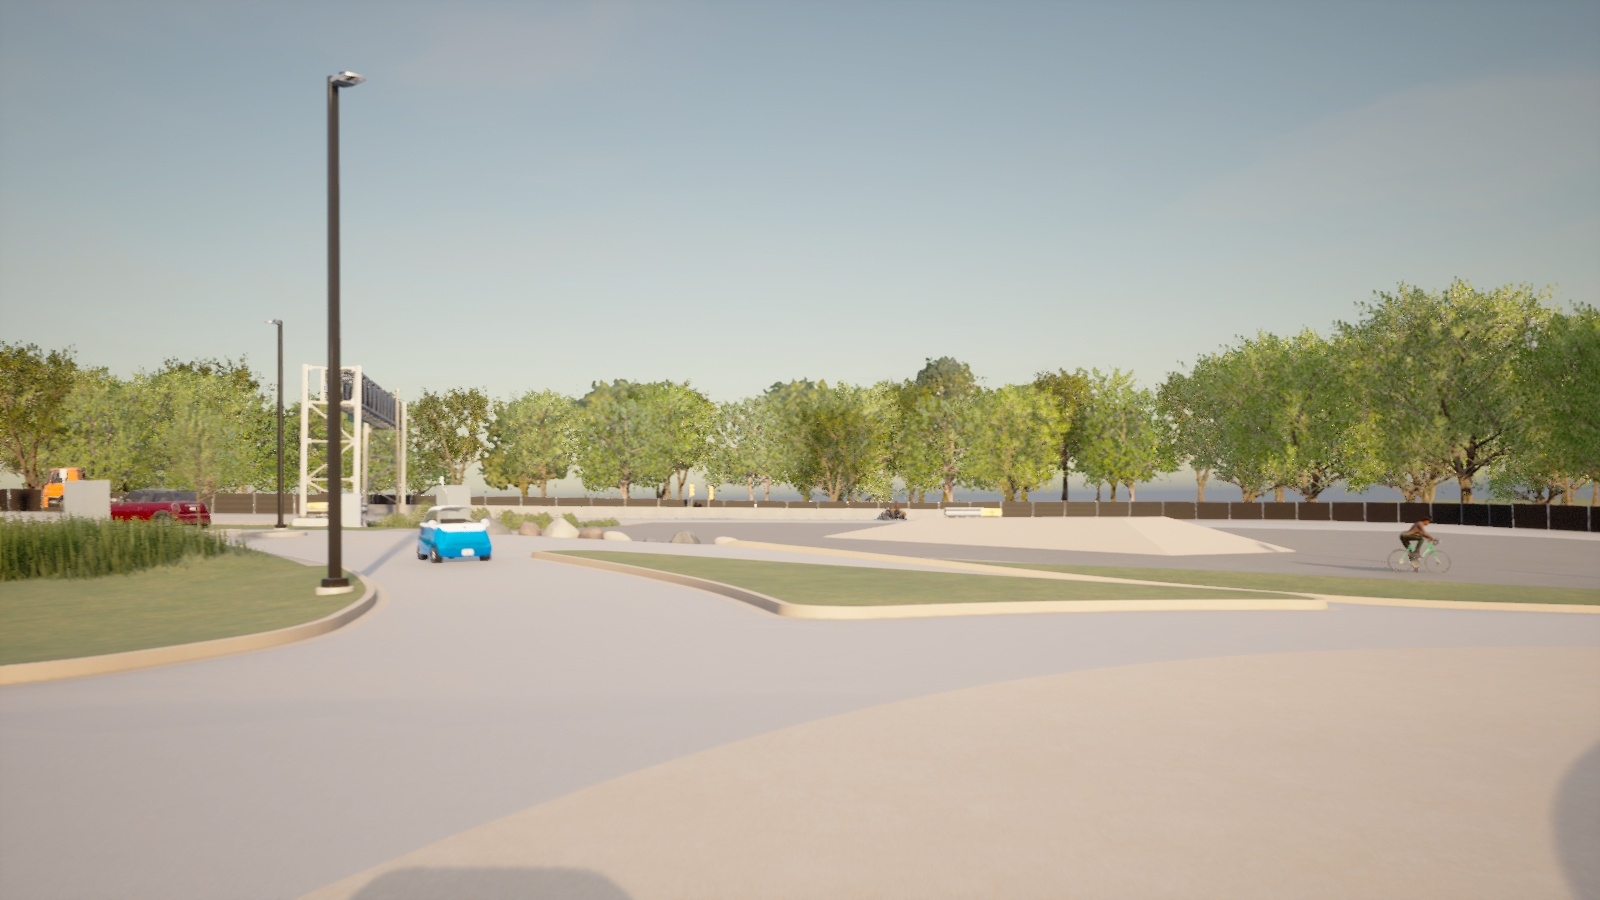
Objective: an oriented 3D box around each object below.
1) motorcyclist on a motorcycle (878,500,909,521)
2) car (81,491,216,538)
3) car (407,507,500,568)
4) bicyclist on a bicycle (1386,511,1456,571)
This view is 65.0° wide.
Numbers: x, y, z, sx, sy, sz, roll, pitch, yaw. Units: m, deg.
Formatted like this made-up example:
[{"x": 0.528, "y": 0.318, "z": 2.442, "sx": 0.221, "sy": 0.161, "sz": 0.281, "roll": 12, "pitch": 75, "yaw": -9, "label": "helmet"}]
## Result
[{"x": 7.290, "y": 4.675, "z": 97.442, "sx": 2.350, "sy": 1.649, "sz": 0.766, "roll": 1, "pitch": -2, "yaw": -29, "label": "motorcyclist on a motorcycle"}, {"x": -25.704, "y": 2.537, "z": 49.553, "sx": 4.553, "sy": 1.767, "sz": 2.097, "roll": -1, "pitch": -2, "yaw": 17, "label": "car"}, {"x": -8.501, "y": 2.100, "z": 30.730, "sx": 1.481, "sy": 1.376, "sz": 2.207, "roll": 0, "pitch": -2, "yaw": -37, "label": "car"}, {"x": 17.512, "y": 2.556, "z": 35.436, "sx": 1.656, "sy": 1.620, "sz": 0.582, "roll": 1, "pitch": -2, "yaw": 13, "label": "bicyclist on a bicycle"}]
